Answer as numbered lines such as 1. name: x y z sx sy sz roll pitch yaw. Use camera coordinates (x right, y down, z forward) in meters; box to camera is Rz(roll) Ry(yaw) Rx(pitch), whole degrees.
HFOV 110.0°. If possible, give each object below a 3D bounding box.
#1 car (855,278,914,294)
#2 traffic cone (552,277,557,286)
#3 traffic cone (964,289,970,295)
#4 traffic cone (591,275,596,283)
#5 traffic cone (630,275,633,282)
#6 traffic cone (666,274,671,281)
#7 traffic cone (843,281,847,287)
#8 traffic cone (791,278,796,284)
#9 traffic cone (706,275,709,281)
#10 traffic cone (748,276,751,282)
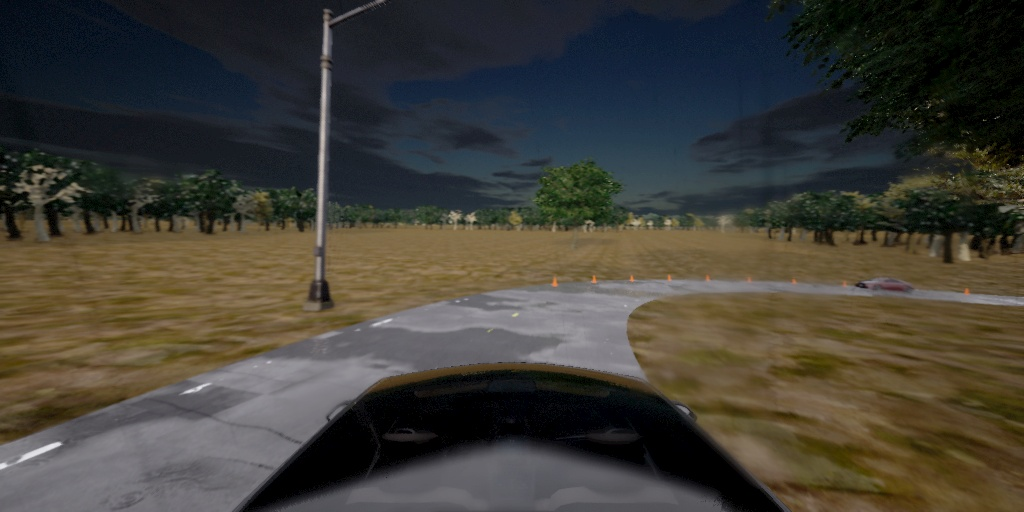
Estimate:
1. car: 36.929 2.855 35.601 4.181 1.385 1.994 3 5 7
2. traffic cone: 2.717 1.623 22.887 0.340 0.580 0.340 0 0 36
3. traffic cone: 45.765 3.566 36.122 0.340 0.580 0.340 0 0 16
4. traffic cone: 6.184 1.730 27.028 0.340 0.580 0.340 0 0 44
5. traffic cone: 10.211 1.866 30.620 0.340 0.580 0.340 0 0 -37
6. traffic cone: 14.713 2.026 33.592 0.340 0.580 0.340 0 0 -29
7. traffic cone: 35.463 2.957 38.238 0.340 0.580 0.340 0 0 4
8. traffic cone: 30.081 2.679 38.226 0.340 0.580 0.340 0 0 -4
9. traffic cone: 19.594 2.214 35.880 0.340 0.580 0.340 0 0 -21
10. traffic cone: 24.753 2.432 37.435 0.340 0.580 0.340 0 0 -12
